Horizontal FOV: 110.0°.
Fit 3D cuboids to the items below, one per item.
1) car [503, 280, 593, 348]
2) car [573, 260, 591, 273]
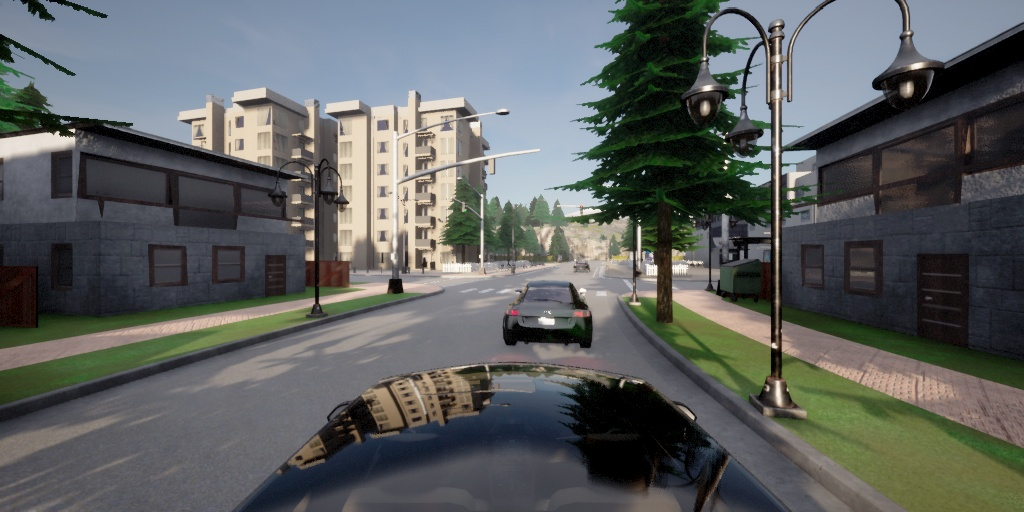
[{"bbox_3d":[0.997,1.314,9.335,1.994,1.385,4.181,0,0,8],"label":"car"},{"bbox_3d":[8.746,1.276,44.880,2.128,1.511,4.902,0,0,14],"label":"car"}]
